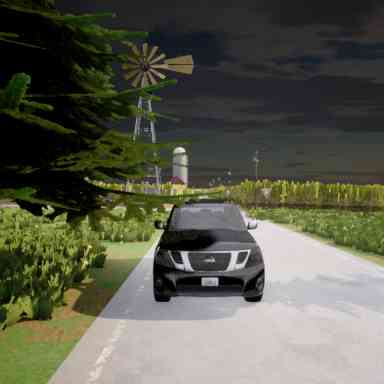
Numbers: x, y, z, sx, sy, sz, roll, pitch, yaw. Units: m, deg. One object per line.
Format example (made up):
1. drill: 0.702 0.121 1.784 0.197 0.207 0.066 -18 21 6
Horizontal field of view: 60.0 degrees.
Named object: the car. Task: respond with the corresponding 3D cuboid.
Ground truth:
1. car: 0.332 1.221 8.601 2.150 2.045 5.566 0 0 0
